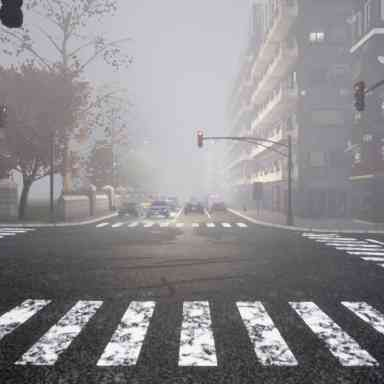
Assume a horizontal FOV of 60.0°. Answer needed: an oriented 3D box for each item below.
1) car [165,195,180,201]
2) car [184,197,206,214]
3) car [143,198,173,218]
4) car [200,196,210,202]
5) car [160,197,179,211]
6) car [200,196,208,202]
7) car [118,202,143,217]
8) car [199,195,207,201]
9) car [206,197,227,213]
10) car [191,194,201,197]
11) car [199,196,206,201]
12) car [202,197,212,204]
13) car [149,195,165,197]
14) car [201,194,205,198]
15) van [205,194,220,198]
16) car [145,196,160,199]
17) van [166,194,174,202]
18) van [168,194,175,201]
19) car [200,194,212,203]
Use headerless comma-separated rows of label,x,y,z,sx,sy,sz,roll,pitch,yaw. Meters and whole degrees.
car,-2.912,1.541,50.401,1.837,1.490,4.892,0,0,0
car,0.201,1.582,35.074,1.994,1.385,4.181,0,0,0
car,-2.994,1.540,30.286,1.812,1.442,4.674,0,0,0
car,2.941,1.630,75.907,2.008,1.369,4.403,0,0,0
car,-2.961,1.624,40.210,1.895,1.301,4.718,0,0,0
car,2.959,1.637,81.537,1.887,1.381,4.507,0,0,0
car,-5.587,1.580,30.893,1.947,1.339,4.313,0,0,0
car,2.978,1.545,87.166,1.967,1.590,4.097,0,0,0
car,2.812,1.564,36.495,1.887,1.381,4.507,0,0,0
car,0.318,1.587,66.360,1.812,1.442,4.674,0,0,0
car,2.996,1.702,92.797,1.802,1.307,4.206,0,0,0
car,2.904,1.604,64.646,1.887,1.381,4.507,0,0,0
car,-5.531,1.348,47.784,2.192,1.841,5.009,0,0,0
car,2.868,1.481,53.387,1.967,1.590,4.097,0,0,0
van,2.831,1.367,42.126,1.690,1.788,3.998,0,0,0
car,-5.550,1.551,41.984,1.752,1.417,4.829,0,0,0
van,-5.421,1.433,81.565,1.690,1.788,3.998,0,0,0
van,-5.402,1.446,87.194,1.690,1.788,3.998,0,0,0
car,2.923,1.384,70.277,2.192,1.841,5.009,0,0,0
